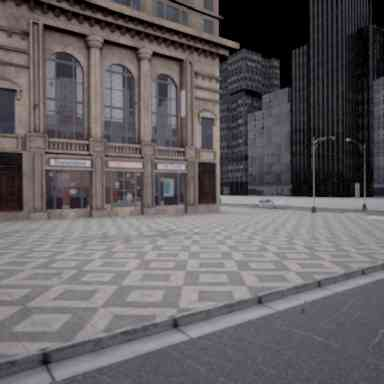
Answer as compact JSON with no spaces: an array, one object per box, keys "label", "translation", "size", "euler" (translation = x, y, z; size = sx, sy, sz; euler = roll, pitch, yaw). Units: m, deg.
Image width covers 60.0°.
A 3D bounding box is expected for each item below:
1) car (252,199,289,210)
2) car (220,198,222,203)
[{"label":"car","translation":[9.692,1.503,41.259],"size":[1.895,1.301,4.718],"euler":[-1,1,-34]},{"label":"car","translation":[3.003,1.302,56.754],"size":[1.882,1.535,5.008],"euler":[-1,1,-34]}]
